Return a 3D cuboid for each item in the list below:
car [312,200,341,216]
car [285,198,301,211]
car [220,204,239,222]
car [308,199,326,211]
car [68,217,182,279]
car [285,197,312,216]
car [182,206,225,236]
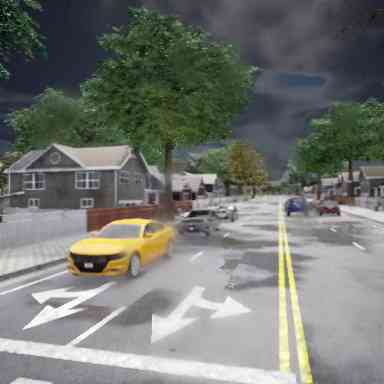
[{"bbox_3d":[15.052,1.664,37.000,2.097,1.767,4.553,-1,0,14],"label":"car"},{"bbox_3d":[14.716,1.733,48.595,2.097,1.767,4.553,-1,0,15],"label":"car"},{"bbox_3d":[3.272,1.916,31.106,2.128,1.511,4.902,-1,0,15],"label":"car"},{"bbox_3d":[17.736,1.841,47.320,1.837,1.490,4.892,-1,0,15],"label":"car"},{"bbox_3d":[-2.042,1.673,11.038,1.882,1.535,5.008,-1,-1,15],"label":"car"},{"bbox_3d":[11.674,1.577,36.949,2.150,2.045,5.566,-1,0,15],"label":"car"},{"bbox_3d":[0.598,1.854,21.021,1.837,1.490,4.892,-1,-1,15],"label":"car"}]
